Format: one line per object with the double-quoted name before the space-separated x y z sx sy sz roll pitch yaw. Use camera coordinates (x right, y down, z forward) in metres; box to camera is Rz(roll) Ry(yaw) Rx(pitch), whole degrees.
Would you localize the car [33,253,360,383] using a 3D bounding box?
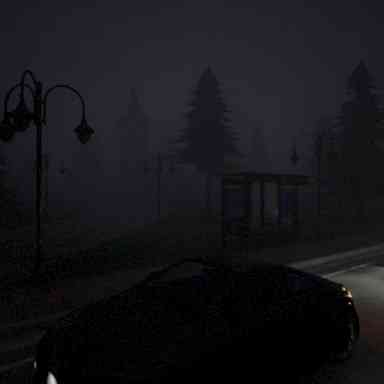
"car" 0.309 1.562 4.242 4.181 1.385 1.994 0 0 -37
